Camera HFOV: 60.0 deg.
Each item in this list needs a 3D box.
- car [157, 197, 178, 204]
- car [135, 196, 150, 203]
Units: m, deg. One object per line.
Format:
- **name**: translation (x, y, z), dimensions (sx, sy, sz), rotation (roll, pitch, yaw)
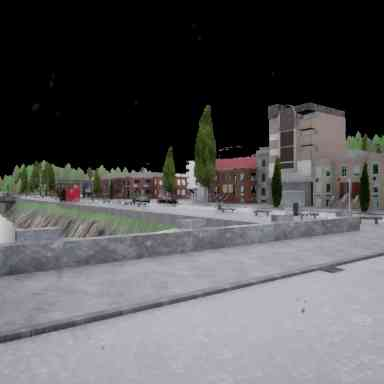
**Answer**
- **car**: translation (-4.574, 1.601, 60.735), dimensions (1.895, 1.301, 4.718), rotation (0, 0, -35)
- **car**: translation (-10.377, 1.561, 68.869), dimensions (1.994, 1.385, 4.181), rotation (0, 0, -35)
